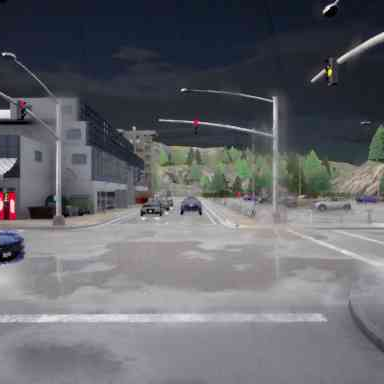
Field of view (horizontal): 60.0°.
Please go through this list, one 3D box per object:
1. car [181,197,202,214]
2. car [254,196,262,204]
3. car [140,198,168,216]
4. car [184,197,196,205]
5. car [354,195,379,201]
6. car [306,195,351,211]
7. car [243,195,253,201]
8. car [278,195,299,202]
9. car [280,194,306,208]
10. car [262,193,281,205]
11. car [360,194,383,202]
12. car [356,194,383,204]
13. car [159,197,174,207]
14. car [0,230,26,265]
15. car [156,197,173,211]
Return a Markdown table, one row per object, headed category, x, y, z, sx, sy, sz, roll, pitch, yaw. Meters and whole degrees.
| category | x | y | z | sx | sy | sz | roll | pitch | yaw |
| --- | --- | --- | --- | --- | --- | --- | --- | --- | --- |
| car | -0.081 | 1.352 | 35.193 | 2.097 | 1.767 | 4.553 | 0 | 0 | 0 |
| car | 13.467 | 1.113 | 56.657 | 4.605 | 1.855 | 1.932 | 0 | 0 | 0 |
| car | -3.755 | 1.564 | 32.046 | 1.994 | 1.385 | 4.181 | 0 | 0 | 0 |
| car | -0.287 | 1.547 | 59.073 | 2.033 | 1.411 | 5.357 | 0 | 0 | 0 |
| car | 39.542 | 1.355 | 75.384 | 4.514 | 1.523 | 2.007 | 0 | 0 | 0 |
| car | 14.316 | 1.247 | 34.543 | 3.806 | 1.475 | 1.970 | 0 | 0 | 0 |
| car | 13.509 | 1.389 | 75.241 | 3.633 | 1.501 | 1.845 | 0 | 0 | 0 |
| car | 20.944 | 1.399 | 72.299 | 3.806 | 1.475 | 1.970 | 0 | 0 | 0 |
| car | 13.960 | 1.169 | 40.959 | 5.027 | 1.636 | 2.152 | 0 | 0 | 0 |
| car | 13.894 | 1.092 | 53.753 | 3.866 | 1.878 | 1.905 | 0 | 0 | 0 |
| car | 39.611 | 1.346 | 72.248 | 5.027 | 1.636 | 2.152 | 0 | 0 | 0 |
| car | 31.998 | 1.335 | 60.363 | 3.633 | 1.501 | 1.845 | 0 | 0 | 0 |
| car | -3.832 | 1.526 | 50.782 | 1.812 | 1.442 | 4.674 | 0 | 0 | 0 |
| car | -7.368 | 1.386 | 10.251 | 5.008 | 1.535 | 1.882 | 2 | 0 | 24 |
| car | -3.798 | 1.352 | 40.660 | 2.097 | 1.767 | 4.553 | 0 | 0 | 0 |
